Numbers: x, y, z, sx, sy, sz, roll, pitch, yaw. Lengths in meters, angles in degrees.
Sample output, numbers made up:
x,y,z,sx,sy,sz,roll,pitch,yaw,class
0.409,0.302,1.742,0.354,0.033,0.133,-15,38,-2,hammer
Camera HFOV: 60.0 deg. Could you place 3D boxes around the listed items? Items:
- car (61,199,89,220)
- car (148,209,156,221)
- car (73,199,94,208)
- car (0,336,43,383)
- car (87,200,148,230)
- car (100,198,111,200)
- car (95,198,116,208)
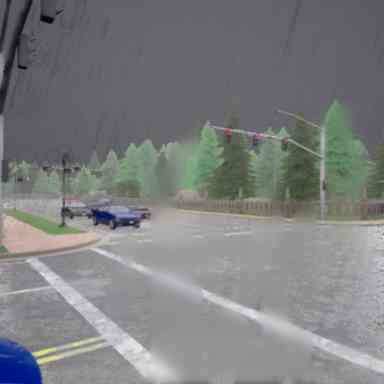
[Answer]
x,y,z,sx,sy,sz,roll,pitch,yaw,class
-10.395,1.627,29.852,1.812,1.442,4.674,1,0,-35,car
-4.689,1.706,27.799,1.994,1.385,4.181,1,0,-35,car
-16.846,1.751,51.574,1.994,1.385,4.181,1,0,-35,car
-3.311,1.454,1.381,5.008,1.535,1.882,1,0,-36,car
-5.111,1.579,22.298,1.882,1.535,5.008,1,0,-35,car
-10.629,1.691,36.328,2.033,1.411,5.357,1,0,-35,car
-14.050,1.754,53.683,1.812,1.442,4.674,1,0,-35,car
